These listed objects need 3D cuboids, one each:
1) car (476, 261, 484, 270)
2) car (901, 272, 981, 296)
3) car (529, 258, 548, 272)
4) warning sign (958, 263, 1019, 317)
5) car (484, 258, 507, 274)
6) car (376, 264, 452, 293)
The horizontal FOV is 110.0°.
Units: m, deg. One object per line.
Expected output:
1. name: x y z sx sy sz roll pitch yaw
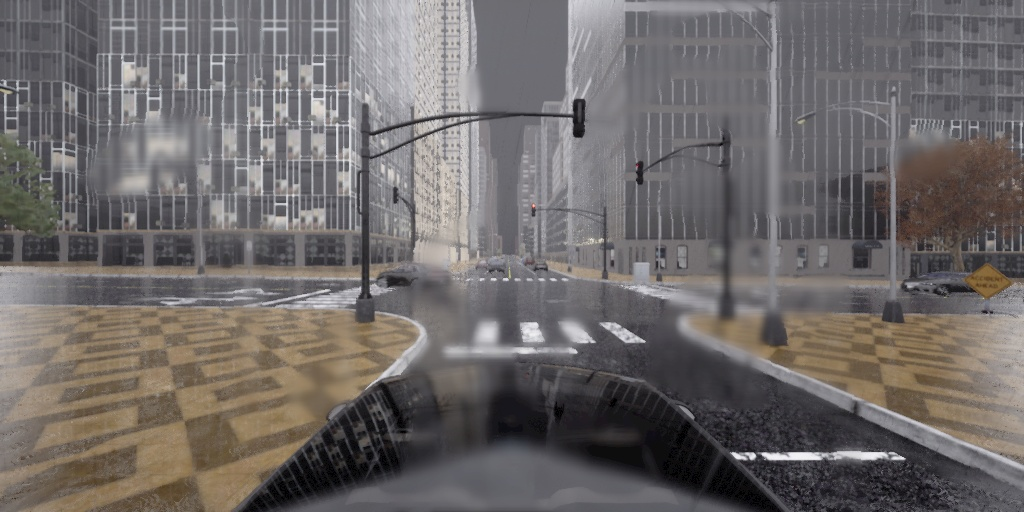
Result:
1. car: -4.322 1.309 52.154 1.802 1.307 4.207 0 0 -1
2. car: 27.898 1.756 23.007 4.902 1.511 2.128 1 0 -3
3. car: 3.663 1.299 46.708 1.948 1.339 4.313 0 0 -1
4. warning sign: 17.212 1.197 12.986 1.060 1.860 1.300 0 0 -3
5. car: -1.746 1.286 41.682 2.033 1.411 5.357 0 0 -1
6. car: -5.496 1.165 19.879 4.902 1.511 2.128 1 -2 34
